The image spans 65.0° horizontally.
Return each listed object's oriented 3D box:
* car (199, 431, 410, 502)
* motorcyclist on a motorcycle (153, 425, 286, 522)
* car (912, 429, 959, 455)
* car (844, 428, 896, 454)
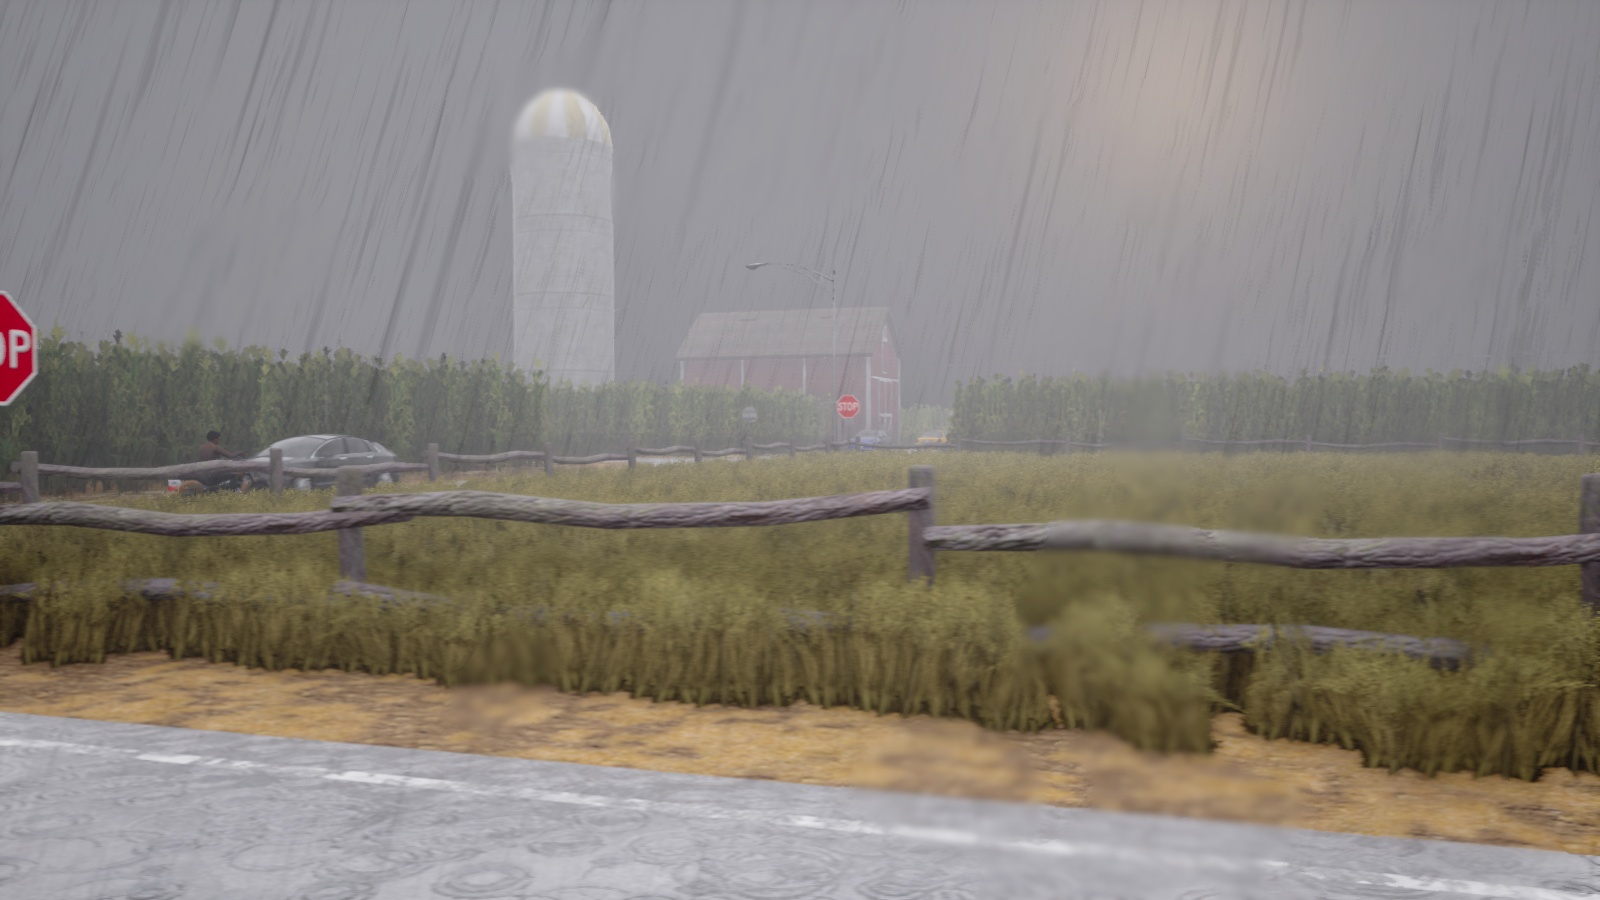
[{"bbox_3d":[-11.383,0.319,29.263,1.837,1.490,4.892,1,1,19],"label":"car"},{"bbox_3d":[-10.372,0.381,22.567,0.766,1.649,2.350,1,1,19],"label":"motorcyclist on a motorcycle"},{"bbox_3d":[8.504,-0.513,78.426,1.801,1.575,5.366,1,0,19],"label":"car"},{"bbox_3d":[4.235,-0.517,75.475,2.007,1.525,4.514,1,0,19],"label":"car"}]
